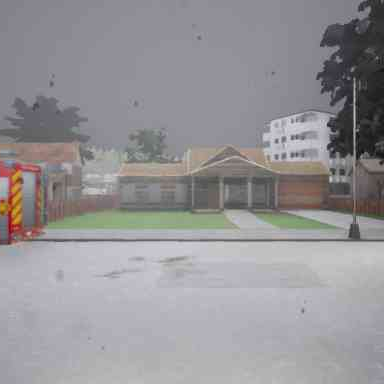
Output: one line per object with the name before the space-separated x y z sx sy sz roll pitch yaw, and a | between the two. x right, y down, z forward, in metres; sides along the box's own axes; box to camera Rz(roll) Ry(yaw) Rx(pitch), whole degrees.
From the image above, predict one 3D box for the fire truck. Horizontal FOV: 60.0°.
fire truck | -10.442 0.342 13.067 8.468 3.827 2.891 0 0 0
